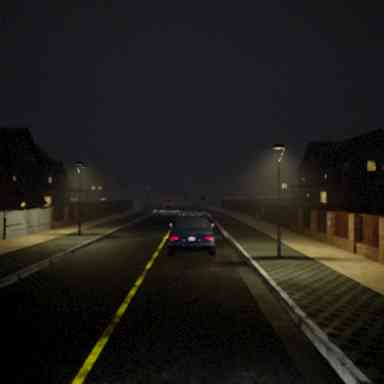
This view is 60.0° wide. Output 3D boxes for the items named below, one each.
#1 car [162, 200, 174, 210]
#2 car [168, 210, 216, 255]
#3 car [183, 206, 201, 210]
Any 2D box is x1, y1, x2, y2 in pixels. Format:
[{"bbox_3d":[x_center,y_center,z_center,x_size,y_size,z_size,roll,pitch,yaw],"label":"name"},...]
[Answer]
[{"bbox_3d":[-3.808,2.086,53.084,1.882,1.535,5.008,0,-1,-5],"label":"car"},{"bbox_3d":[-0.005,1.687,13.981,2.033,1.411,5.357,0,-1,0],"label":"car"},{"bbox_3d":[-0.012,1.908,29.100,1.895,1.301,4.718,0,-1,0],"label":"car"}]
